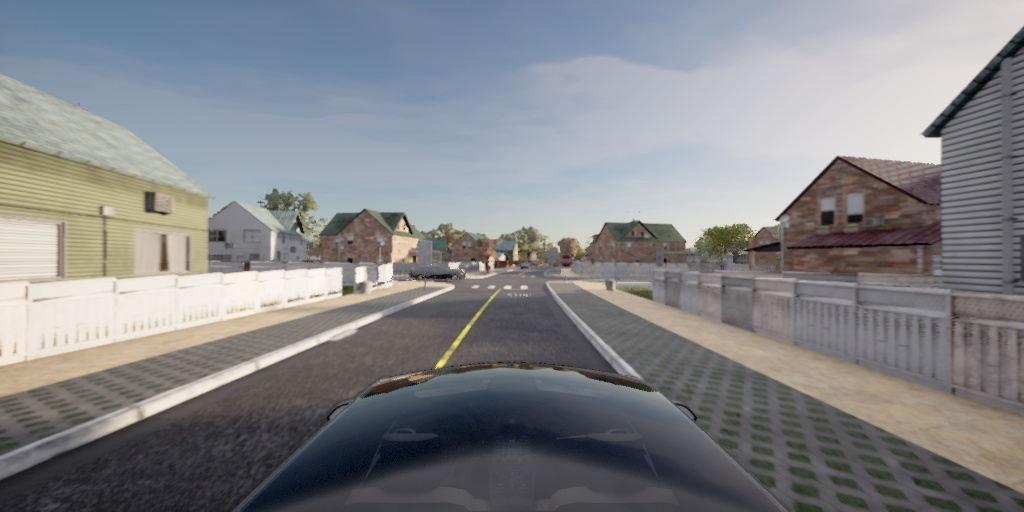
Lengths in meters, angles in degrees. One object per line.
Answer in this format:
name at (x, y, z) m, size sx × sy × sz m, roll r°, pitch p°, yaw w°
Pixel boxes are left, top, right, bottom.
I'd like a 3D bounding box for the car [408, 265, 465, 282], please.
car at (-6.624, 1.513, 31.701) m, size 4.902 × 1.511 × 2.128 m, roll 1°, pitch -1°, yaw -13°
